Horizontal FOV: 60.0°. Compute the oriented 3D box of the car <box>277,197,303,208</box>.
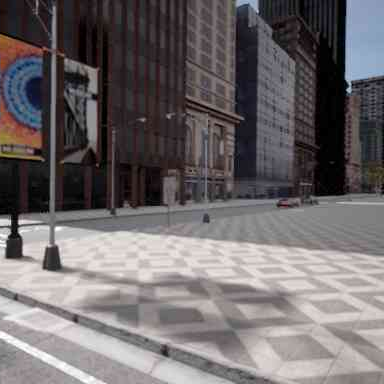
[{"bbox_3d":[13.017,1.409,44.884,1.994,1.385,4.181,1,1,36],"label":"car"}]

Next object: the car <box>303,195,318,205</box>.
[{"bbox_3d":[18.746,1.293,53.072,2.128,1.511,4.902,1,1,35],"label":"car"}]
